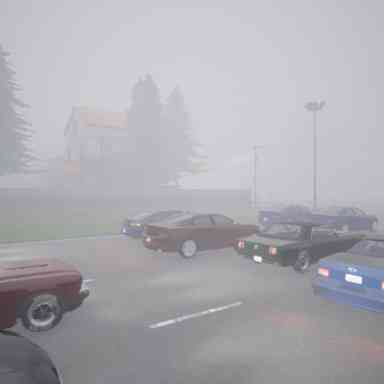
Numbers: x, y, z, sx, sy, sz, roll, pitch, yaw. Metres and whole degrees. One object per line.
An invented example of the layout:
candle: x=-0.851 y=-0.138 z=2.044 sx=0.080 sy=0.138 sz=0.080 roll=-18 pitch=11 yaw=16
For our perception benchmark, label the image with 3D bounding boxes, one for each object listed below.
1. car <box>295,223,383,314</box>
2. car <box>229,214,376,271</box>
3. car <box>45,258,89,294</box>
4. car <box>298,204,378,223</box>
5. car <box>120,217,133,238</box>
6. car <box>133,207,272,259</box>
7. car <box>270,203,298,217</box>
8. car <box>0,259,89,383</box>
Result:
car: x=4.835 y=1.547 z=7.204 sx=5.357 sy=1.411 sz=2.033 roll=0 pitch=0 yaw=-35
car: x=3.670 y=1.600 z=10.679 sx=4.718 sy=1.301 sz=1.895 roll=0 pitch=0 yaw=-35
car: x=-4.135 y=1.600 z=5.150 sx=4.718 sy=1.301 sz=1.895 roll=0 pitch=0 yaw=-35
car: x=8.326 y=1.477 z=18.307 sx=5.008 sy=1.535 sz=1.882 roll=0 pitch=0 yaw=-36
car: x=-1.087 y=1.525 z=15.885 sx=4.674 sy=1.442 sz=1.812 roll=0 pitch=0 yaw=-36
car: x=0.538 y=1.477 z=12.752 sx=5.008 sy=1.535 sz=1.882 roll=0 pitch=0 yaw=-35
car: x=6.383 y=1.477 z=21.218 sx=5.008 sy=1.535 sz=1.882 roll=0 pitch=0 yaw=-36
car: x=-3.154 y=1.492 z=1.512 sx=4.902 sy=1.511 sz=2.128 roll=0 pitch=0 yaw=-35
